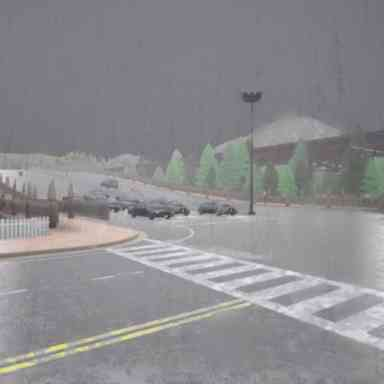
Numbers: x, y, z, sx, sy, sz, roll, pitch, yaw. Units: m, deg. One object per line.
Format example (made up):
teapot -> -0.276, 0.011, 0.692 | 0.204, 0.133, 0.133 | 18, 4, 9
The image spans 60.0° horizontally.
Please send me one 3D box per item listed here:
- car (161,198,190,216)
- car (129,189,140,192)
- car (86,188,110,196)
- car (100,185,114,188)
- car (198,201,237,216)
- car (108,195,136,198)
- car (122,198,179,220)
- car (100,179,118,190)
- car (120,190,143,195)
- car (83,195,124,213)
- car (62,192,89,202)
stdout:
car -> -2.032, 1.556, 32.034 | 1.994, 1.385, 4.181 | 0, 0, -37
car -> -10.968, 0.013, 61.587 | 1.895, 1.301, 4.718 | 0, 7, -37
car -> -14.079, 0.635, 47.949 | 2.097, 1.767, 4.553 | 0, 4, -37
car -> -15.298, 0.169, 55.472 | 1.837, 1.490, 4.892 | 0, 6, -37
car -> 2.386, 1.558, 32.008 | 1.994, 1.385, 4.181 | 0, 0, -37
car -> -8.044, 1.412, 39.947 | 1.994, 1.385, 4.181 | 0, 2, -37
car -> -3.659, 1.543, 28.388 | 2.033, 1.411, 5.357 | 0, 0, -37
car -> -17.488, -1.706, 70.131 | 2.150, 2.045, 5.566 | 0, 7, -37
car -> -9.162, 1.007, 47.241 | 1.882, 1.535, 5.008 | 0, 4, -37
car -> -9.741, 1.450, 36.390 | 2.033, 1.411, 5.357 | 0, 2, -37
car -> -15.938, 0.904, 44.594 | 1.837, 1.490, 4.892 | 0, 4, -37
